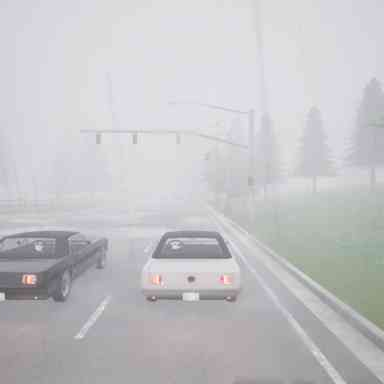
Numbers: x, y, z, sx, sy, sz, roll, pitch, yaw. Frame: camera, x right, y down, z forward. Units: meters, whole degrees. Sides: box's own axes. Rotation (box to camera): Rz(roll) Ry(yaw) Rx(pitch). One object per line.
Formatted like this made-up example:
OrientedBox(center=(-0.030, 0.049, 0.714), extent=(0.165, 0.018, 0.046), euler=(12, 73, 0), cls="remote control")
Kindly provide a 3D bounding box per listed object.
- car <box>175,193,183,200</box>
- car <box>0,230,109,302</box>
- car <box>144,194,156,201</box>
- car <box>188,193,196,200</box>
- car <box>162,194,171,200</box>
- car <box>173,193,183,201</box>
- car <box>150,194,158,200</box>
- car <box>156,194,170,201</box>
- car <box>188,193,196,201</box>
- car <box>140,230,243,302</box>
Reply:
OrientedBox(center=(-3.570, 1.187, 92.446), extent=(2.097, 1.767, 4.553), euler=(0, 0, 0), cls="car")
OrientedBox(center=(-3.493, 1.601, 8.219), extent=(1.895, 1.301, 4.718), euler=(0, 0, 0), cls="car")
OrientedBox(center=(-10.562, 1.587, 82.498), extent=(1.895, 1.301, 4.718), euler=(0, 0, 0), cls="car")
OrientedBox(center=(-0.070, 1.187, 92.449), extent=(2.097, 1.767, 4.553), euler=(0, 0, 0), cls="car")
OrientedBox(center=(-7.070, 1.372, 92.473), extent=(2.033, 1.411, 5.357), euler=(0, 0, 0), cls="car")
OrientedBox(center=(-3.562, 1.347, 82.443), extent=(2.097, 1.767, 4.553), euler=(0, 0, 0), cls="car")
OrientedBox(center=(-10.570, 1.356, 92.471), extent=(1.812, 1.442, 4.674), euler=(0, 0, 0), cls="car")
OrientedBox(center=(-7.062, 1.517, 82.053), extent=(2.128, 1.511, 4.902), euler=(0, 0, 0), cls="car")
OrientedBox(center=(-0.062, 1.517, 82.059), extent=(2.128, 1.511, 4.902), euler=(0, 0, 0), cls="car")
OrientedBox(center=(0.007, 1.601, 8.222), extent=(1.895, 1.301, 4.718), euler=(0, 0, 0), cls="car")
